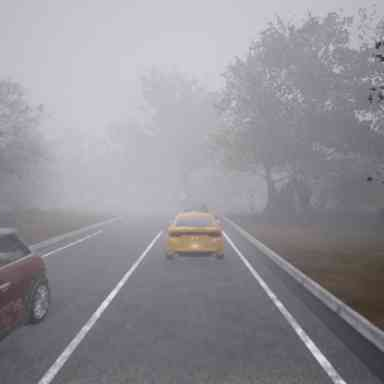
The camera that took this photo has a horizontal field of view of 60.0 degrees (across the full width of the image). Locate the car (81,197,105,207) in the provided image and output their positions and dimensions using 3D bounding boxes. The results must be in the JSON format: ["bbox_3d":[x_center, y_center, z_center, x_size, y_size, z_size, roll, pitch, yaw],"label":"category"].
[{"bbox_3d":[-16.575,1.628,55.816,1.837,1.490,4.892,-1,0,21],"label":"car"}]

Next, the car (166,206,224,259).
[{"bbox_3d":[0.096,1.506,12.687,1.882,1.535,5.008,0,0,0],"label":"car"}]

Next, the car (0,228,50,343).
[{"bbox_3d":[-3.599,1.361,4.086,2.097,1.767,4.553,0,0,0],"label":"car"}]

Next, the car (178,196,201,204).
[{"bbox_3d":[-0.413,1.501,66.495,4.553,1.767,2.097,0,0,5],"label":"car"}]

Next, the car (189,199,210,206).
[{"bbox_3d":[0.669,1.633,30.785,1.994,1.385,4.181,0,0,8],"label":"car"}]
